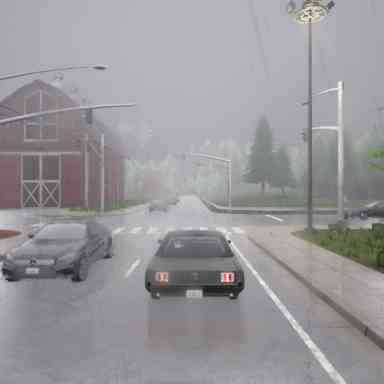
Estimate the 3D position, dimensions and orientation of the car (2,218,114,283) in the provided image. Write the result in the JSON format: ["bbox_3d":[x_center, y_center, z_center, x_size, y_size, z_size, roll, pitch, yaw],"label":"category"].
[{"bbox_3d":[-3.601,1.526,9.834,1.812,1.442,4.674,0,0,0],"label":"car"}]

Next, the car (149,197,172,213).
[{"bbox_3d":[-3.624,1.526,36.984,1.812,1.442,4.674,0,0,1],"label":"car"}]

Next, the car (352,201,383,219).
[{"bbox_3d":[15.113,1.499,27.170,4.674,1.442,1.812,0,0,-1],"label":"car"}]

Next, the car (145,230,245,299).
[{"bbox_3d":[0.066,1.601,8.378,1.895,1.301,4.718,0,0,0],"label":"car"}]

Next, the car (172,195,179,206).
[{"bbox_3d":[-3.597,1.565,52.657,1.994,1.385,4.181,0,0,0],"label":"car"}]
